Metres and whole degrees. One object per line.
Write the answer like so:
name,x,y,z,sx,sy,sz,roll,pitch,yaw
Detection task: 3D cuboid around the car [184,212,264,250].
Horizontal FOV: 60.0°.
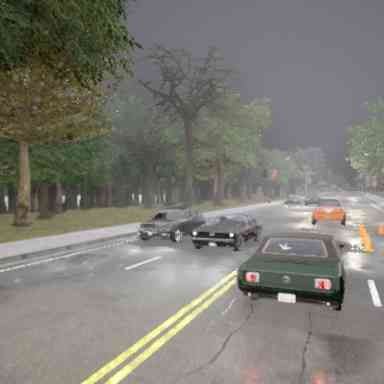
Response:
car,1.638,1.610,14.149,1.895,1.301,4.718,-1,0,25

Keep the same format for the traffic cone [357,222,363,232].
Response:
traffic cone,8.346,1.901,16.285,0.340,0.580,0.340,-1,0,24

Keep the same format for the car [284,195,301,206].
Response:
car,16.084,1.223,53.210,2.097,1.767,4.553,-1,0,25

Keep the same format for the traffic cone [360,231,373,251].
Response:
traffic cone,6.688,1.913,12.645,0.340,0.580,0.340,-1,0,24

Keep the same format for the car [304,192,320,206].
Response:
car,18.416,1.070,50.536,2.150,2.045,5.566,-1,0,25

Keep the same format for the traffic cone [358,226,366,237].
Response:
traffic cone,7.517,1.907,14.465,0.340,0.580,0.340,-1,0,24

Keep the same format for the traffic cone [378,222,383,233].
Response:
traffic cone,10.084,1.885,17.692,0.340,0.580,0.340,-1,0,24

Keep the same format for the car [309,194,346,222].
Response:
car,9.941,1.287,24.019,2.097,1.767,4.553,-1,0,25

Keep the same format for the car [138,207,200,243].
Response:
car,-0.822,1.541,16.588,1.837,1.490,4.892,-1,0,25

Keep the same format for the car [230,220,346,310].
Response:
car,2.602,1.591,7.935,1.895,1.301,4.718,-1,0,24
